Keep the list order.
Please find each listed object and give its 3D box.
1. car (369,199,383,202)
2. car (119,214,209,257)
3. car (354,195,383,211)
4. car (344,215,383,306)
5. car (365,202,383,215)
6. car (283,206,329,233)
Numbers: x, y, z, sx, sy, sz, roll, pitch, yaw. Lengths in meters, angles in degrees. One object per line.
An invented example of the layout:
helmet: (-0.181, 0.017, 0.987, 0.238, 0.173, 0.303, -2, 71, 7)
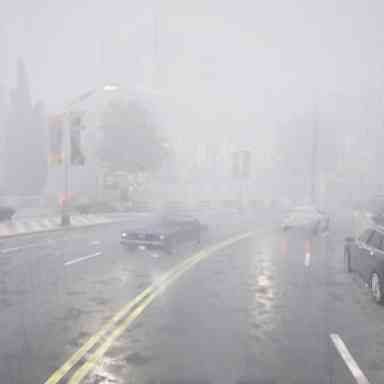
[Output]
car: (19.587, 1.687, 31.896, 5.357, 1.411, 2.033, 1, 0, -35)
car: (-0.889, 1.565, 13.191, 1.895, 1.301, 4.718, 1, 0, 21)
car: (23.330, 1.384, 42.996, 5.566, 2.045, 2.150, 1, 0, -33)
car: (4.924, 1.540, 7.811, 1.837, 1.490, 4.892, 0, 0, 14)
car: (14.952, 1.654, 24.206, 5.357, 1.411, 2.033, 1, 0, -41)
car: (6.864, 1.557, 19.873, 1.812, 1.442, 4.674, 1, 0, 33)
